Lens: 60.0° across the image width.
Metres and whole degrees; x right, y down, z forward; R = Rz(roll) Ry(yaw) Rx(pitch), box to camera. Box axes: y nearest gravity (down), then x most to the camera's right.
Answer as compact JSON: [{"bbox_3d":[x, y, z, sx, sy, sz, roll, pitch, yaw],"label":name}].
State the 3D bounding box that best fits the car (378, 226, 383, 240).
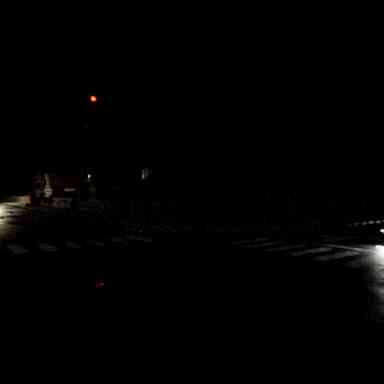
[{"bbox_3d":[10.742,1.602,15.362,5.357,1.411,2.033,0,0,-36],"label":"car"}]
